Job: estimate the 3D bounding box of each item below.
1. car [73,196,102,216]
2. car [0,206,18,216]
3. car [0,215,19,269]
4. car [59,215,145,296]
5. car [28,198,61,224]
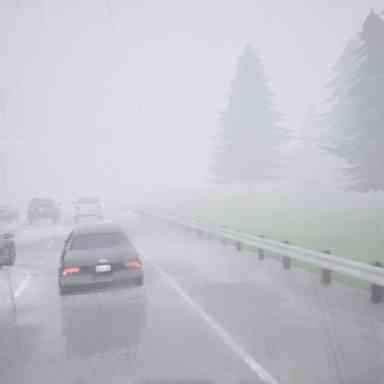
[{"bbox_3d":[-9.088,1.387,29.045,2.150,2.045,5.566,-2,0,-18],"label":"car"},{"bbox_3d":[-16.281,1.941,28.578,2.128,1.511,4.902,-2,0,-18],"label":"car"},{"bbox_3d":[-6.305,1.690,9.240,1.837,1.490,4.892,-2,0,-18],"label":"car"},{"bbox_3d":[-2.551,1.587,9.034,2.033,1.411,5.357,-2,0,-18],"label":"car"},{"bbox_3d":[-12.579,1.527,28.467,2.150,2.045,5.566,-2,0,-18],"label":"car"}]
